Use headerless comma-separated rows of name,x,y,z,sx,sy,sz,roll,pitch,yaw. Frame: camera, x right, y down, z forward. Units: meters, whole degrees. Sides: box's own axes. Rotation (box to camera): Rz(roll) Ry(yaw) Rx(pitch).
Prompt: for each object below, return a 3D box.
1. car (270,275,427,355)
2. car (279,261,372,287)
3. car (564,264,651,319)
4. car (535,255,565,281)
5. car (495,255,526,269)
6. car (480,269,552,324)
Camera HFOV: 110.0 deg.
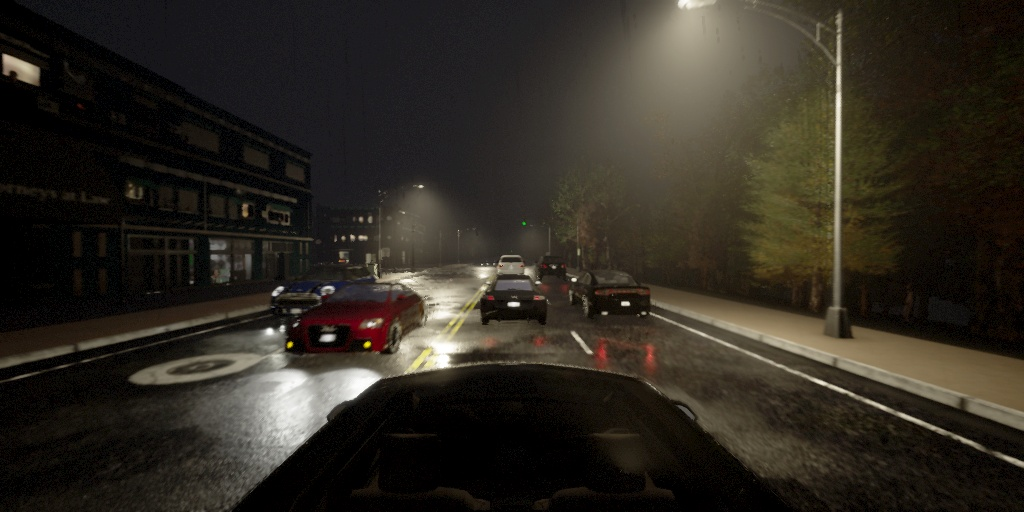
car,-3.382,1.316,8.562,1.994,1.385,4.181,0,0,0
car,-6.660,1.105,13.279,2.097,1.767,4.553,0,0,0
car,3.289,1.224,12.899,1.882,1.535,5.008,0,0,0
car,3.181,0.965,29.953,2.150,2.045,5.566,0,0,0
car,-0.069,0.968,29.962,2.150,2.045,5.566,0,0,0
car,0.043,1.313,11.973,1.994,1.385,4.181,0,0,0
